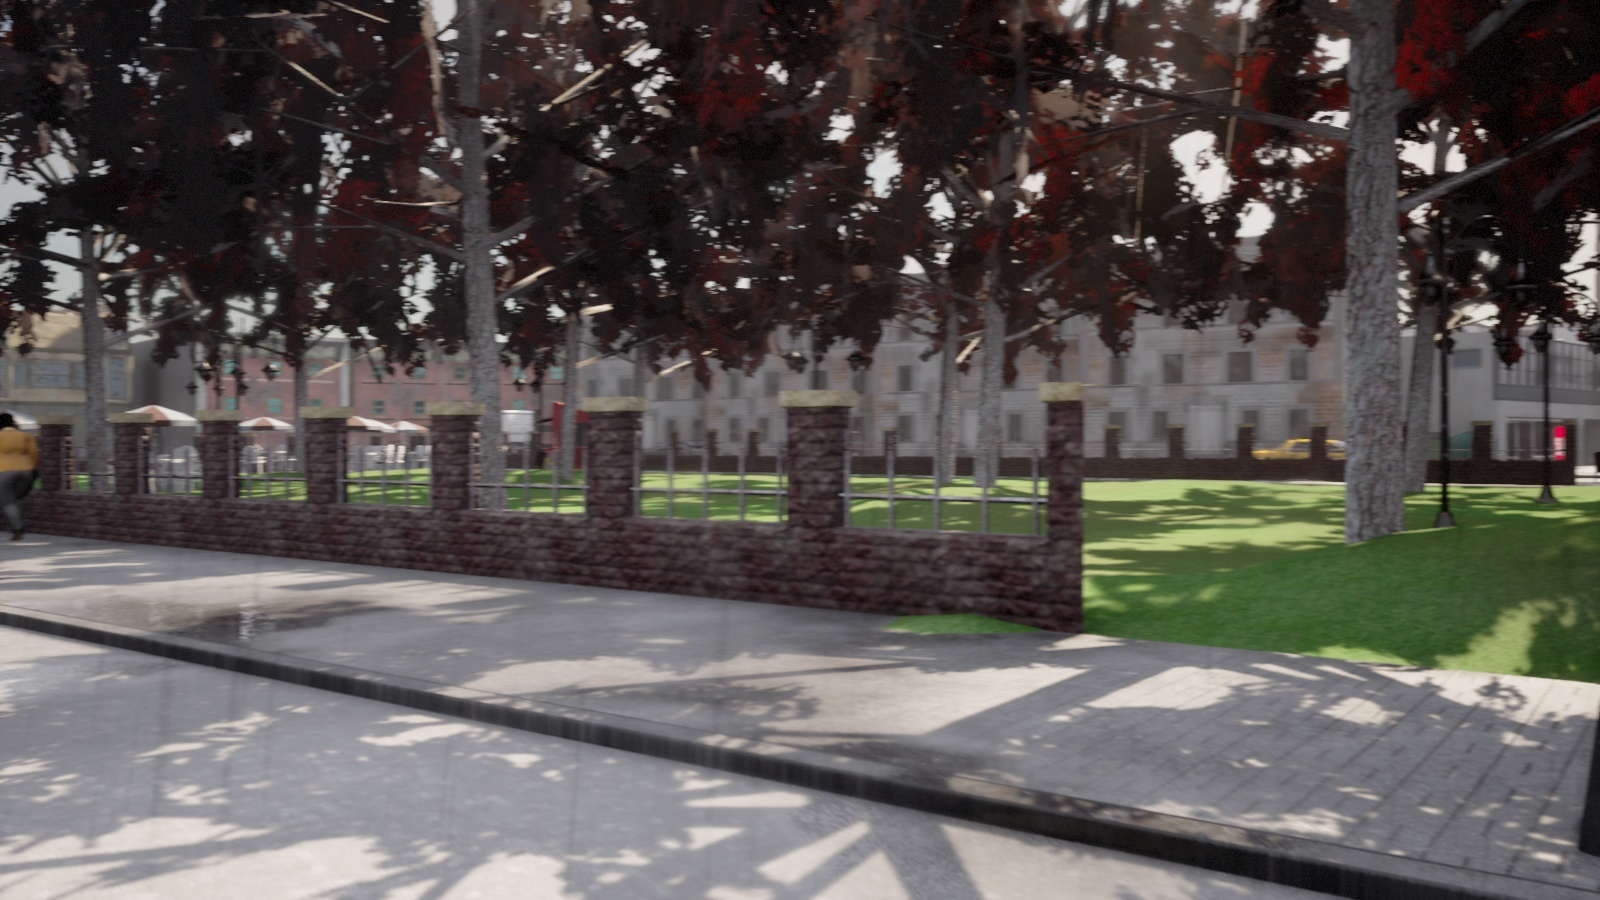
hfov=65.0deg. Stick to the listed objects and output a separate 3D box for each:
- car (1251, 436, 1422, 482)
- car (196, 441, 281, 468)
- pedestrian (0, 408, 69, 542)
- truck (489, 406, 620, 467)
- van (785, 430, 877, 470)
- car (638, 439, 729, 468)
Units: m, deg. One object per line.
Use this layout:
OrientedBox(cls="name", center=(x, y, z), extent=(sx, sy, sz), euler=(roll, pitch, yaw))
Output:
OrientedBox(cls="car", center=(19.208, 0.289, 45.127), extent=(5.366, 1.575, 1.801), euler=(0, 1, 37))
OrientedBox(cls="car", center=(-30.977, 0.229, 69.298), extent=(1.970, 1.475, 3.806), euler=(0, 1, 38))
OrientedBox(cls="pedestrian", center=(-11.168, 0.336, 18.017), extent=(0.900, 1.855, 0.874), euler=(0, 1, 37))
OrientedBox(cls="truck", center=(-14.848, -0.800, 75.641), extent=(7.936, 3.462, 2.891), euler=(0, 1, 33))
OrientedBox(cls="van", center=(1.526, -0.005, 63.528), extent=(4.442, 1.987, 1.775), euler=(0, 1, 37))
OrientedBox(cls="car", center=(-6.469, 0.168, 69.578), extent=(4.902, 1.511, 2.128), euler=(0, 1, 37))
